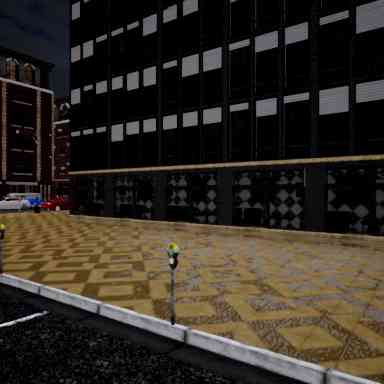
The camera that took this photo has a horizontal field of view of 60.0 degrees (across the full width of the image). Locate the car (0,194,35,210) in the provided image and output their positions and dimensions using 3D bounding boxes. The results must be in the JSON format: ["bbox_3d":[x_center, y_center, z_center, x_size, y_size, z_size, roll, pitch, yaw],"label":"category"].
[{"bbox_3d":[-19.816,1.279,35.556,1.812,1.442,4.674,0,1,35],"label":"car"}]

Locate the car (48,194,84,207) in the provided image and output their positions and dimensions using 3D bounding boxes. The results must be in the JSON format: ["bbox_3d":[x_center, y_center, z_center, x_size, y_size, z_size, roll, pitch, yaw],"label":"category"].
[{"bbox_3d":[-16.751,1.079,44.230,1.967,1.590,4.097,1,1,35],"label":"car"}]

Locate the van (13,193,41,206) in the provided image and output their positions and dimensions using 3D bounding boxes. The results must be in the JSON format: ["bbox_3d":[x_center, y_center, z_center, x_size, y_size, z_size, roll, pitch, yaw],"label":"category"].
[{"bbox_3d":[-19.988,1.050,39.590,1.690,1.788,3.998,1,1,35],"label":"van"}]

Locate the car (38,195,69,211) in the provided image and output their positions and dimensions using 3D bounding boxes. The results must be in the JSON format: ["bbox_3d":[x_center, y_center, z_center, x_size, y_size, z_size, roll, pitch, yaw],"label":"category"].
[{"bbox_3d":[-13.512,1.269,35.105,1.887,1.381,4.507,1,1,35],"label":"car"}]
